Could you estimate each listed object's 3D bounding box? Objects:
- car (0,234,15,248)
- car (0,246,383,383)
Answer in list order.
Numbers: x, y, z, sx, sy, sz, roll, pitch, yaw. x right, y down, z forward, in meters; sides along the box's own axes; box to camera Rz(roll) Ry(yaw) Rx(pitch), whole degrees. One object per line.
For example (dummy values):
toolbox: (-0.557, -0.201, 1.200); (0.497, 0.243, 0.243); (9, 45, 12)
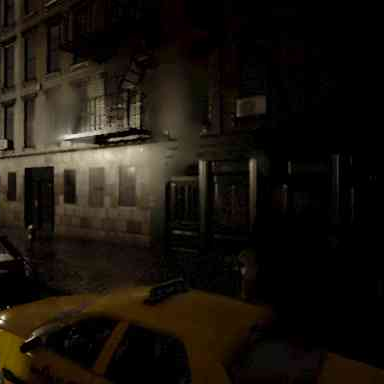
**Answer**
car: (-4.713, 1.382, 6.196); (4.097, 1.590, 1.967); (1, 0, 35)
car: (-0.447, 1.509, 3.161); (4.829, 1.417, 1.752); (1, 0, 35)
